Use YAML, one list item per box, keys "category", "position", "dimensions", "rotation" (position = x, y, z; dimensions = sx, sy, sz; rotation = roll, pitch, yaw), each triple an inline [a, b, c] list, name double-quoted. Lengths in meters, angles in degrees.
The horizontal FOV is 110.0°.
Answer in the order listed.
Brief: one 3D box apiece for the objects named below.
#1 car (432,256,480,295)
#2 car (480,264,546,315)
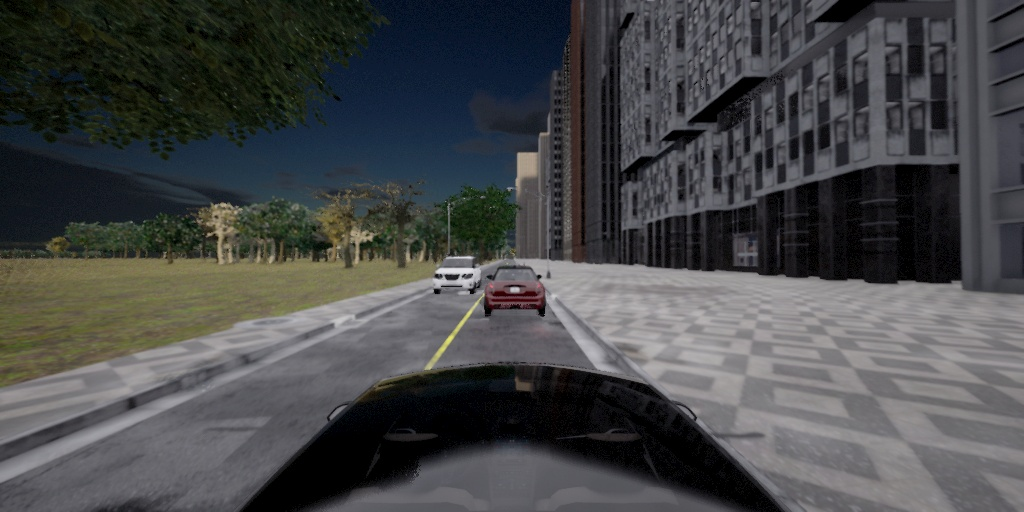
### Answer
- category: "car"
  position: [-3.003, 1.013, 20.628]
  dimensions: [2.150, 2.045, 5.566]
  rotation: [0, 0, 0]
- category: "car"
  position: [0.098, 1.126, 13.766]
  dimensions: [2.097, 1.767, 4.553]
  rotation: [0, 0, 0]
